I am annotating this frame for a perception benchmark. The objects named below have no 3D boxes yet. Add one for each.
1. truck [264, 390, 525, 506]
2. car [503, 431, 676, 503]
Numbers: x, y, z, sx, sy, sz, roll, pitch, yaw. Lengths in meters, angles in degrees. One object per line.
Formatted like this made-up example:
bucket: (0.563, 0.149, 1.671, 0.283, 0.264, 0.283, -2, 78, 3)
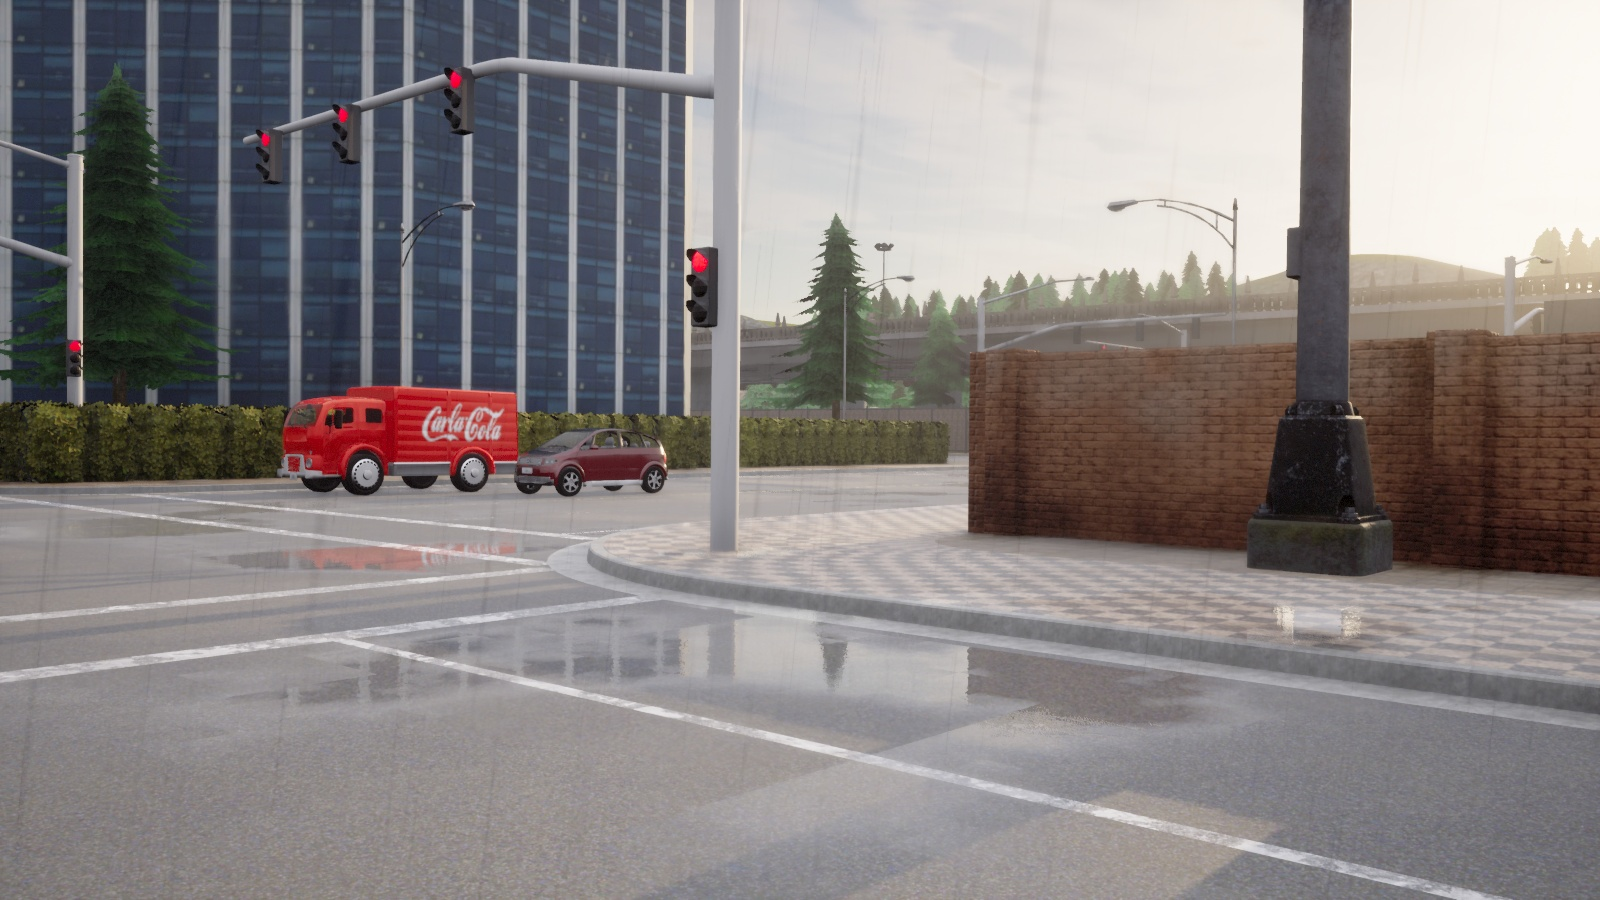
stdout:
truck: (-9.439, -0.069, 29.586, 2.627, 2.467, 5.204, 0, 1, 41)
car: (-4.882, 0.352, 29.483, 1.789, 1.549, 3.705, 0, 1, 41)
